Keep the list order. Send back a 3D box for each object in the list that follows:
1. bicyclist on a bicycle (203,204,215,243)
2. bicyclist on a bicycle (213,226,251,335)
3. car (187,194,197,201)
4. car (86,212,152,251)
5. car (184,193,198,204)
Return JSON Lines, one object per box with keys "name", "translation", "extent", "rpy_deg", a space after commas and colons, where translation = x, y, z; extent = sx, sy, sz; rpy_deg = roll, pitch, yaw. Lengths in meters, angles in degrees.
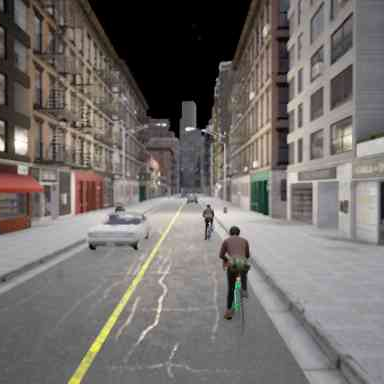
{"name": "bicyclist on a bicycle", "translation": [0.748, 1.370, 14.707], "extent": [0.582, 1.620, 1.656], "rpy_deg": [0, 0, 0]}
{"name": "bicyclist on a bicycle", "translation": [0.753, 1.420, 5.711], "extent": [0.582, 1.620, 1.656], "rpy_deg": [0, 0, 0]}
{"name": "car", "translation": [-0.037, 1.171, 74.203], "extent": [2.128, 1.511, 4.902], "rpy_deg": [0, 0, 0]}
{"name": "car", "translation": [-2.856, 1.523, 13.876], "extent": [1.895, 1.301, 4.718], "rpy_deg": [0, 0, 0]}
{"name": "car", "translation": [0.072, 1.257, 57.879], "extent": [2.033, 1.411, 5.357], "rpy_deg": [0, 0, 0]}
